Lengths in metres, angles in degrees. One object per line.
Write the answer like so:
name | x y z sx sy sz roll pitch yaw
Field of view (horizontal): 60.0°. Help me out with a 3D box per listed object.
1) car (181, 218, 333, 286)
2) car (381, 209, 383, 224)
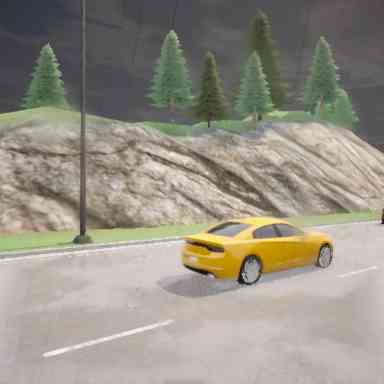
car | 2.039 1.477 9.509 5.008 1.535 1.882 0 0 -36
car | 15.242 1.353 23.273 4.553 1.767 2.097 0 0 -36
